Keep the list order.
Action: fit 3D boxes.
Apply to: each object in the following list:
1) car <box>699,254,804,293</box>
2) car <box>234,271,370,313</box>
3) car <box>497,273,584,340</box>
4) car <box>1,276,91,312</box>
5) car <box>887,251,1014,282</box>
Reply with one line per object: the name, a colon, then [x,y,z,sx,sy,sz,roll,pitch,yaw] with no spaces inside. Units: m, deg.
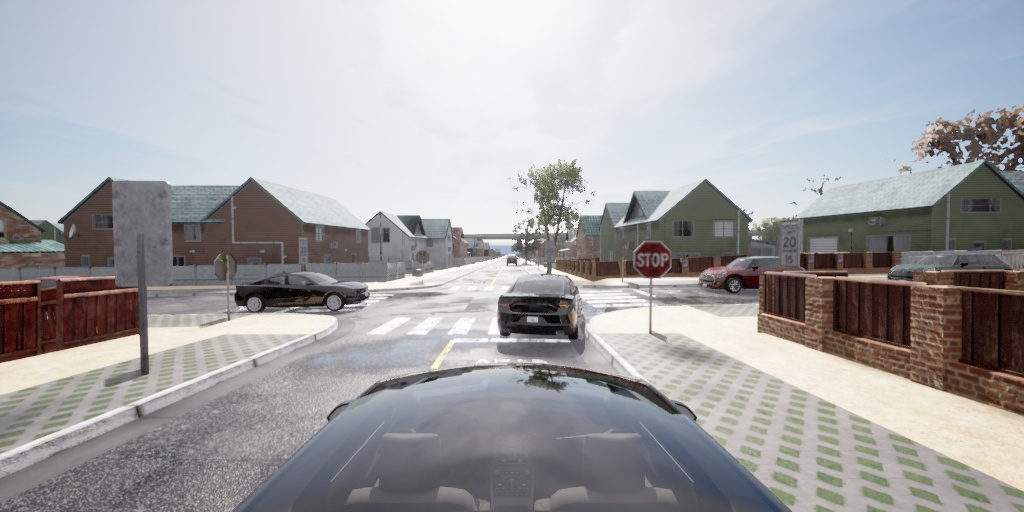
car: [11.801,0.820,17.782,4.553,1.767,2.097,-1,2,0]
car: [-8.473,1.377,14.692,5.008,1.535,1.882,-1,2,0]
car: [0.955,1.224,10.169,1.882,1.535,5.008,0,0,12]
car: [-18.025,1.547,14.627,5.008,1.535,1.882,-1,2,0]
car: [21.696,0.645,17.857,4.553,1.767,2.097,-1,2,0]
